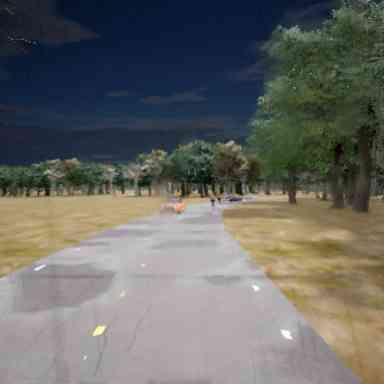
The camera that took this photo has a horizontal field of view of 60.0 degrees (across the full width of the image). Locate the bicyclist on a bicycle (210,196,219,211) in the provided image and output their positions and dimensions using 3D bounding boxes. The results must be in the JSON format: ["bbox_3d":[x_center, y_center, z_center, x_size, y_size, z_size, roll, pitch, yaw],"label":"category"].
[{"bbox_3d":[2.385,1.336,37.549,0.659,1.776,1.843,0,0,8],"label":"bicyclist on a bicycle"}]

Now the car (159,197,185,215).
[{"bbox_3d":[-1.981,1.319,33.909,2.097,1.767,4.553,0,0,7],"label":"car"}]

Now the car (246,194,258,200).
[{"bbox_3d":[15.064,1.267,83.299,1.895,1.301,4.718,0,1,26],"label":"car"}]

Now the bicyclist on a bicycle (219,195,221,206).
[{"bbox_3d":[3.841,1.308,46.280,0.659,1.776,1.843,0,0,11],"label":"bicyclist on a bicycle"}]

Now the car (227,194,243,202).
[{"bbox_3d":[9.356,1.392,69.540,1.895,1.301,4.718,0,1,21],"label":"car"}]

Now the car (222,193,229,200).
[{"bbox_3d":[8.023,1.081,74.540,2.128,1.511,4.902,0,1,21],"label":"car"}]
